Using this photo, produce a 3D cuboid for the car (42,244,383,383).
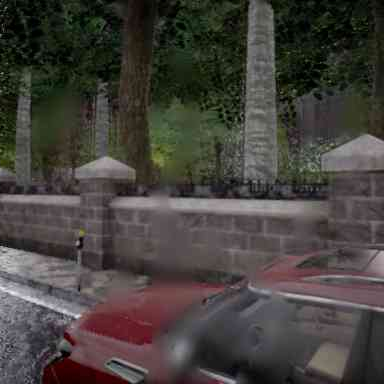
[{"bbox_3d":[1.146,1.314,2.144,5.009,1.841,2.192,0,0,35],"label":"car"}]
